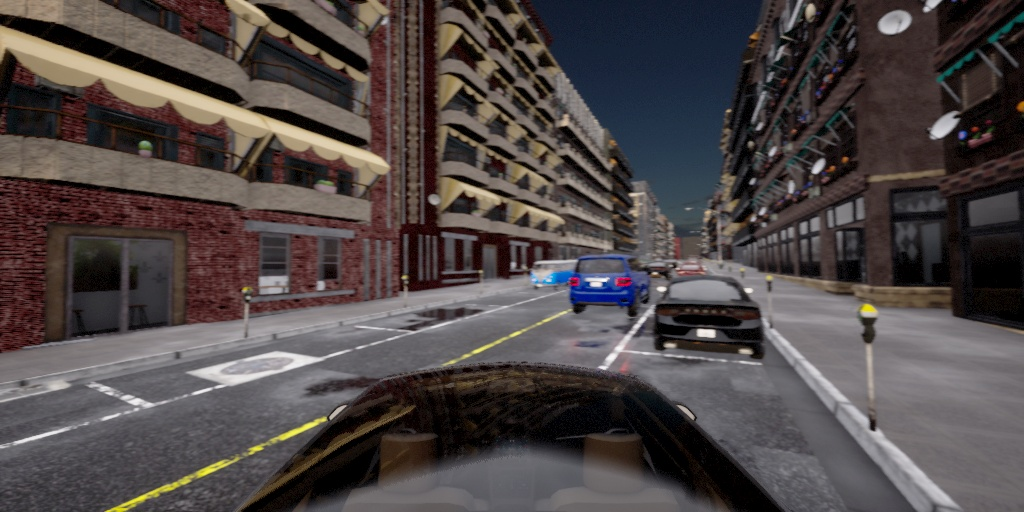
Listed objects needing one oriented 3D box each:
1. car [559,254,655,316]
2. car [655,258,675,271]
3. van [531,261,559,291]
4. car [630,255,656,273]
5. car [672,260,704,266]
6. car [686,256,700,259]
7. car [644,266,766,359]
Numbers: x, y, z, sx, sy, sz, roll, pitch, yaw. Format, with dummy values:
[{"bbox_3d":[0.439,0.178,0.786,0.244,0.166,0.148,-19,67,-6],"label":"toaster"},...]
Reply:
[{"bbox_3d":[3.859,0.966,13.590,2.150,2.045,5.566,-2,0,27],"label":"car"},{"bbox_3d":[11.945,1.156,29.337,1.882,1.535,5.008,-2,-1,27],"label":"car"},{"bbox_3d":[2.599,1.191,22.936,1.690,1.789,3.998,0,0,27],"label":"van"},{"bbox_3d":[15.861,0.936,43.261,2.150,2.045,5.566,-2,-1,28],"label":"car"},{"bbox_3d":[12.107,1.175,24.204,1.888,1.381,4.507,0,0,27],"label":"car"},{"bbox_3d":[17.163,1.035,34.043,1.967,1.591,4.097,0,0,27],"label":"car"},{"bbox_3d":[4.465,1.166,8.374,1.882,1.535,5.008,-2,0,27],"label":"car"}]
